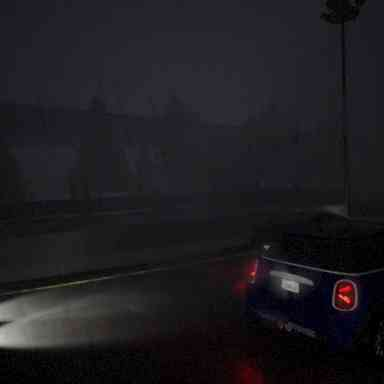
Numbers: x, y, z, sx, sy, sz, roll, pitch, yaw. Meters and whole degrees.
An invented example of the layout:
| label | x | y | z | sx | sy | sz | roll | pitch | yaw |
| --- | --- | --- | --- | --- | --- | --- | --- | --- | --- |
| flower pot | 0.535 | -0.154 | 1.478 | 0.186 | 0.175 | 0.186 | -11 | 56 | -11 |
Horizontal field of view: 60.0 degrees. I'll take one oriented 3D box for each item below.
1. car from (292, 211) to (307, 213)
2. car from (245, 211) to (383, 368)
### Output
| label | x | y | z | sx | sy | sz | roll | pitch | yaw |
| --- | --- | --- | --- | --- | --- | --- | --- | --- | --- |
| car | 4.157 | 1.358 | 11.071 | 5.008 | 1.535 | 1.882 | -3 | 1 | -36 |
| car | 3.136 | 1.330 | 6.021 | 4.553 | 1.767 | 2.097 | -1 | 1 | -36 |
